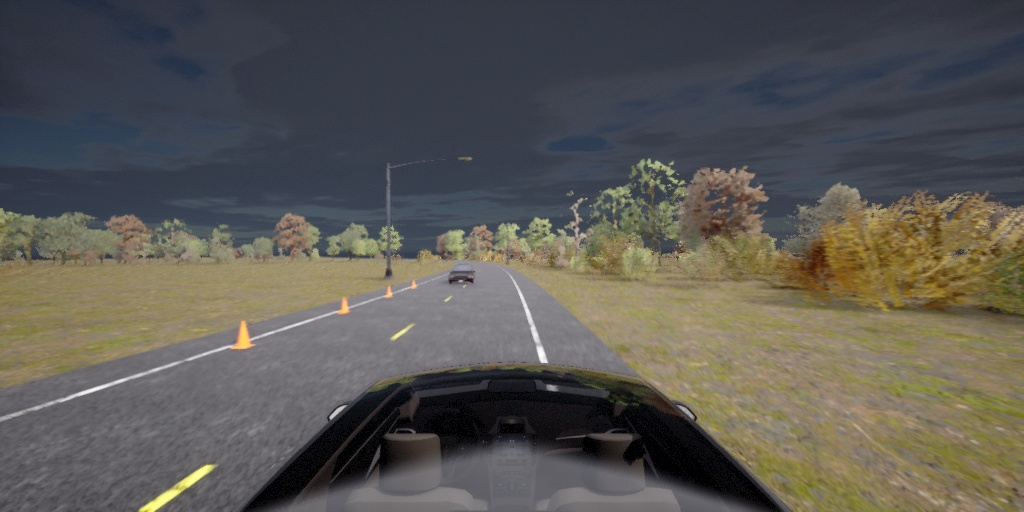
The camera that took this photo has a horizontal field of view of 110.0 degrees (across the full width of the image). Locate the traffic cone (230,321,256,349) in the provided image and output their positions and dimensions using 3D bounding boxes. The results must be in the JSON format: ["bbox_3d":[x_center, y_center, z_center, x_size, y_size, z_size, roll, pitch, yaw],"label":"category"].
[{"bbox_3d":[-6.049,1.753,8.079,0.340,0.580,0.340,0,0,0],"label":"traffic cone"}]

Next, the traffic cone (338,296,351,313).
[{"bbox_3d":[-6.093,1.757,13.055,0.340,0.580,0.340,0,0,-1],"label":"traffic cone"}]

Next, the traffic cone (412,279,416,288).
[{"bbox_3d":[-6.298,1.766,23.004,0.340,0.580,0.340,0,0,-2],"label":"traffic cone"}]

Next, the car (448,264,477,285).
[{"bbox_3d":[-3.657,1.342,27.155,2.033,1.411,5.357,0,0,-3],"label":"car"}]

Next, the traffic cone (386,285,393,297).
[{"bbox_3d":[-6.176,1.761,18.030,0.340,0.580,0.340,0,0,-1],"label":"traffic cone"}]
